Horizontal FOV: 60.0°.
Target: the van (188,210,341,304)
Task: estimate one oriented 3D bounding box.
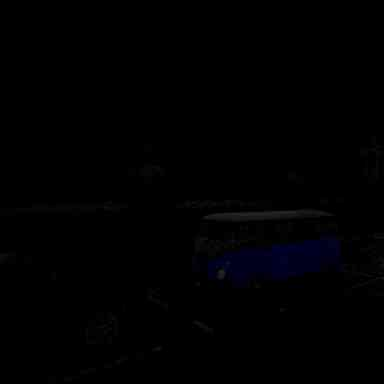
[{"bbox_3d":[1.814,1.340,7.848,3.998,1.788,1.690,0,0,-36],"label":"van"}]

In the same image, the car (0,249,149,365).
[{"bbox_3d":[-2.782,1.545,4.549,4.507,1.381,1.887,0,0,-36],"label":"car"}]
